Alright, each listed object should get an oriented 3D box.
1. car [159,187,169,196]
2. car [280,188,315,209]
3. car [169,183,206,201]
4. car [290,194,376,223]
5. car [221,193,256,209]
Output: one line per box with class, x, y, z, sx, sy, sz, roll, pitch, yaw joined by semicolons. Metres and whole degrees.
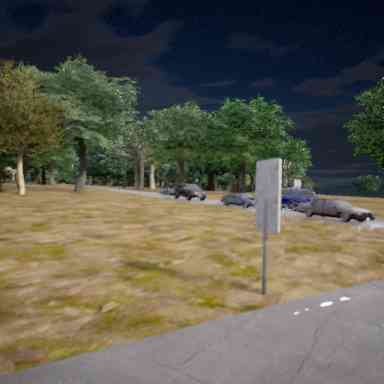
car;-3.723;-0.086;54.110;1.994;1.385;4.181;2;1;-29
car;9.070;0.694;31.030;2.150;2.045;5.566;2;1;-28
car;-0.332;0.000;41.539;2.150;2.045;5.566;3;1;-29
car;9.810;1.215;23.205;2.033;1.411;5.357;2;1;-28
car;4.870;0.785;32.126;2.033;1.411;5.357;2;1;-29
